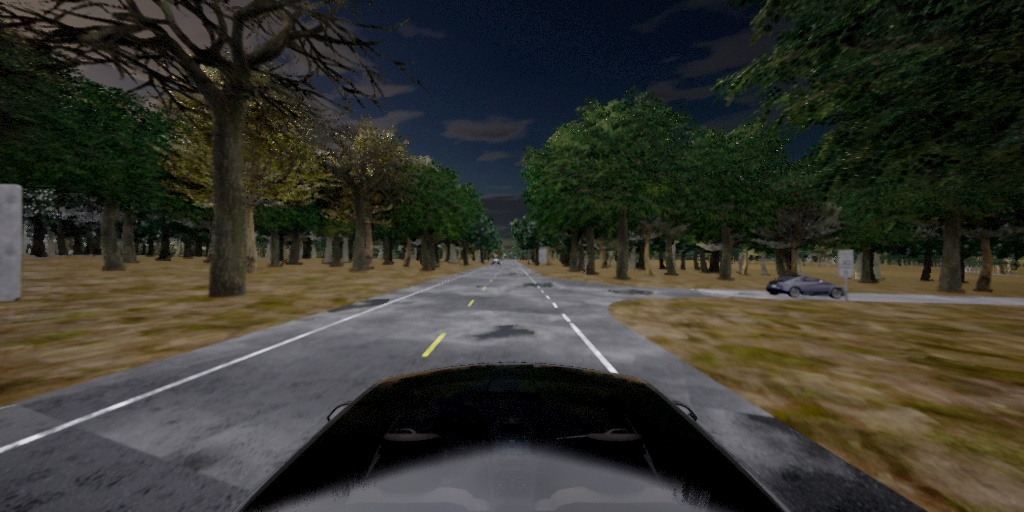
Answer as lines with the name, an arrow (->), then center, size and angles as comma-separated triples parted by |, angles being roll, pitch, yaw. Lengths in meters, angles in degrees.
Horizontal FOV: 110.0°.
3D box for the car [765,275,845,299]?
car -> 18.903, 1.955, 23.224 | 4.181, 1.385, 1.994 | 2, -1, -2
